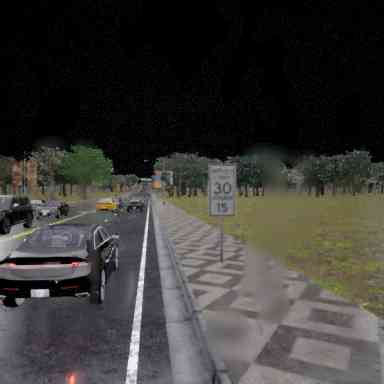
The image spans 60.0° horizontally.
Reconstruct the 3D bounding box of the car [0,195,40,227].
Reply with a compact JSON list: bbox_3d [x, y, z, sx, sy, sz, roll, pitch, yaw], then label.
[{"bbox_3d":[-10.900,1.207,18.993,2.150,2.045,5.566,0,0,-7],"label":"car"}]

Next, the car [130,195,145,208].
[{"bbox_3d":[-8.160,1.425,50.331,2.097,1.767,4.553,0,0,-7],"label":"car"}]

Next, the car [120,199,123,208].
[{"bbox_3d":[-11.311,1.599,49.163,2.033,1.411,5.357,0,0,-7],"label":"car"}]

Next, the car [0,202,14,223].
[{"bbox_3d":[-14.821,1.500,24.162,1.812,1.442,4.674,0,0,-7],"label":"car"}]

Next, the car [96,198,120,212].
[{"bbox_3d":[-9.981,1.514,38.978,1.882,1.535,5.008,0,0,-7],"label":"car"}]

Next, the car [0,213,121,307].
[{"bbox_3d":[-2.870,1.500,8.029,2.128,1.511,4.902,0,0,-7],"label":"car"}]

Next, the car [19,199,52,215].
[{"bbox_3d":[-16.044,1.516,34.381,1.812,1.442,4.674,0,0,-9],"label":"car"}]

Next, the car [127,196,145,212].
[{"bbox_3d":[-6.889,1.563,40.521,1.837,1.490,4.892,0,0,-7],"label":"car"}]

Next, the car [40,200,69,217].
[{"bbox_3d":[-12.183,1.493,29.293,2.128,1.511,4.902,0,0,-7],"label":"car"}]
